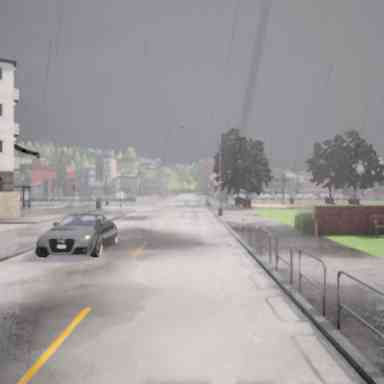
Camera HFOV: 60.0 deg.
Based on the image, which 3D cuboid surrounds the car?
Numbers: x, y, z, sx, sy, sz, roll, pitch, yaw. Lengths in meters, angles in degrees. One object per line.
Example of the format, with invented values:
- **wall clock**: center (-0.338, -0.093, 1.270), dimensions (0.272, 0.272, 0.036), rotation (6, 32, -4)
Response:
- **car**: center (-4.083, 1.513, 12.418), dimensions (1.994, 1.385, 4.181), rotation (0, 0, 0)
